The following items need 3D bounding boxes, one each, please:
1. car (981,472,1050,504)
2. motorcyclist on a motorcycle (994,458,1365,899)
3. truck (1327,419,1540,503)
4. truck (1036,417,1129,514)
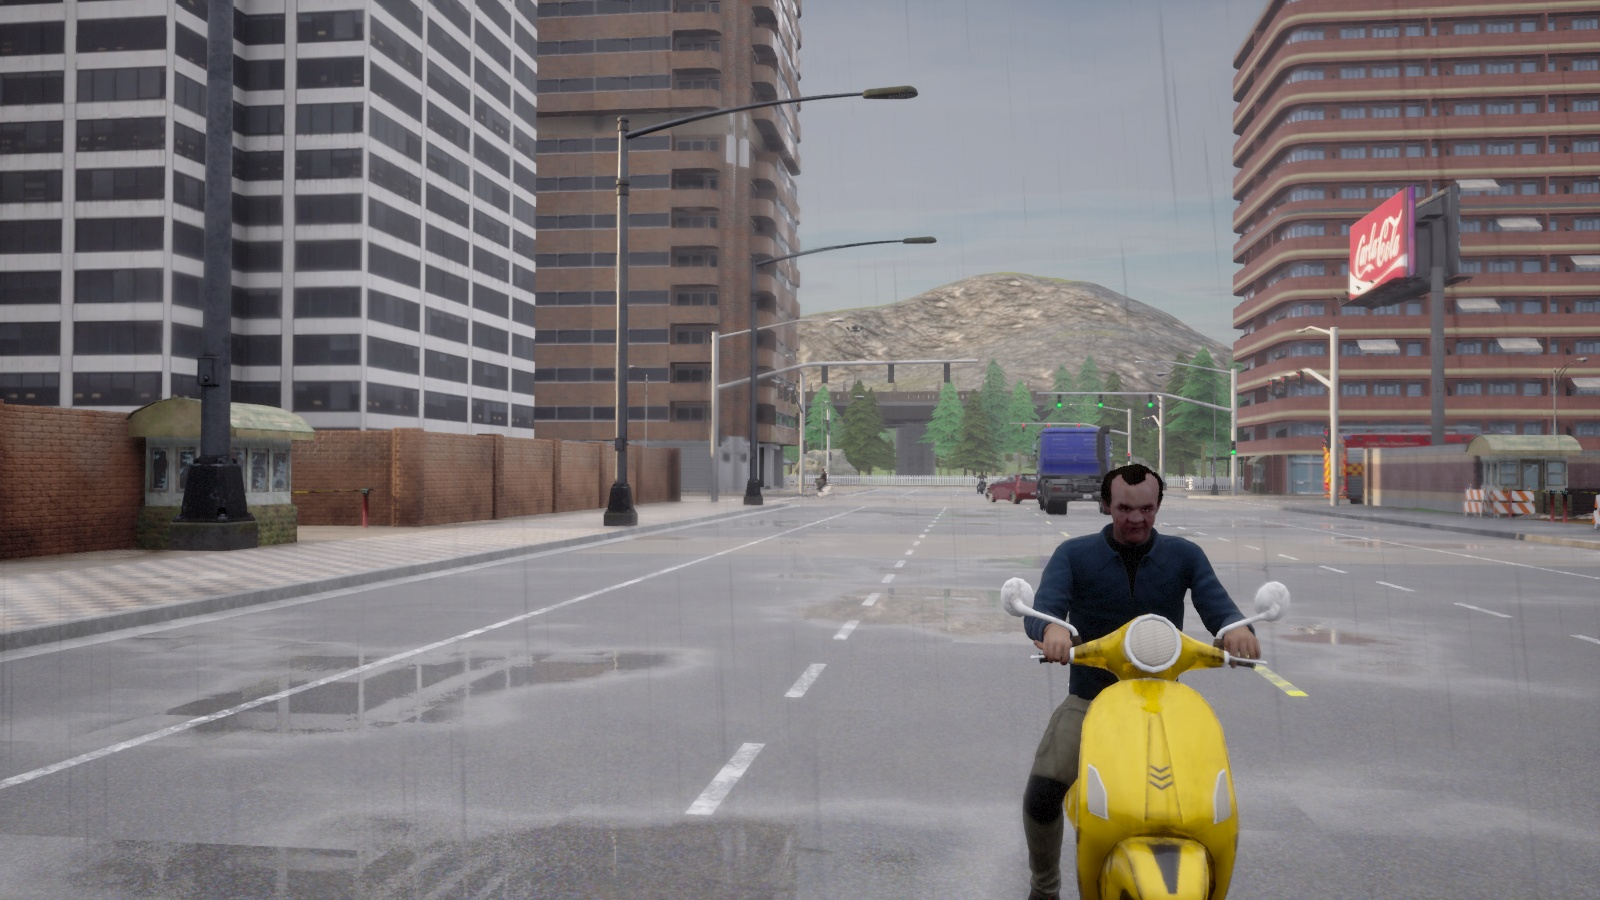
[{"bbox_3d":[10.465,1.812,61.192,1.845,1.501,3.633,0,-1,-18],"label":"car"},{"bbox_3d":[1.080,0.831,4.042,0.866,1.590,1.817,0,-1,8],"label":"motorcyclist on a motorcycle"},{"bbox_3d":[29.800,0.525,59.345,8.468,3.827,2.891,0,-1,3],"label":"truck"},{"bbox_3d":[10.872,0.611,49.037,2.891,3.462,7.936,0,-1,8],"label":"truck"}]
